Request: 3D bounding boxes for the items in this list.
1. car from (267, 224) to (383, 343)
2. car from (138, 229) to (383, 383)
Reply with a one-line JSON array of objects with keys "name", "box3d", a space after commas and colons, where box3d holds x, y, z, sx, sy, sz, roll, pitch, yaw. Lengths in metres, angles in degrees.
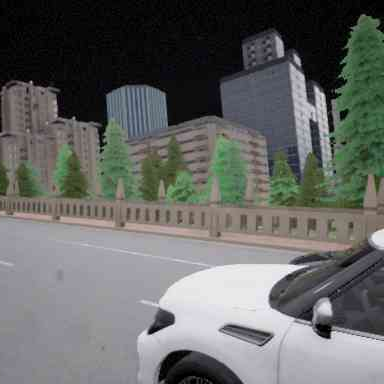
[{"name": "car", "box3d": [3.966, 1.496, 5.462, 4.902, 1.511, 2.128, 0, 0, 35]}, {"name": "car", "box3d": [2.122, 1.228, 2.478, 5.566, 2.045, 2.150, 0, 0, 35]}]
